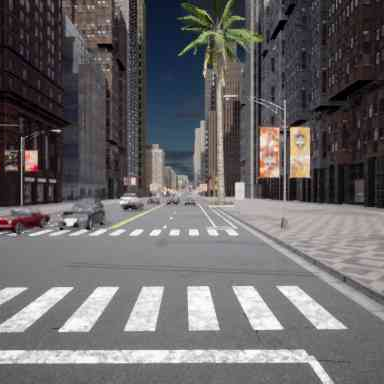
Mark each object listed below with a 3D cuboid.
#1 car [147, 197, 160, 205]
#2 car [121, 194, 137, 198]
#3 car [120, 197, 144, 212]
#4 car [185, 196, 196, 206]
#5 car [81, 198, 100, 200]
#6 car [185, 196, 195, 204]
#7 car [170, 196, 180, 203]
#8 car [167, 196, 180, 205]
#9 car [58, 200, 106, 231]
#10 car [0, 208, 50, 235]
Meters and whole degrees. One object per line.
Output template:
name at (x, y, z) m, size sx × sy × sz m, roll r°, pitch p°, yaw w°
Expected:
car at (-6.851, 1.613, 60.290) m, size 1.994 × 1.385 × 4.181 m, roll 0°, pitch 0°, yaw 0°
car at (-10.120, 1.258, 53.673) m, size 2.150 × 2.045 × 5.566 m, roll 0°, pitch 0°, yaw 0°
car at (-6.822, 1.614, 38.854) m, size 1.895 × 1.301 × 4.718 m, roll 0°, pitch 0°, yaw 0°
car at (-0.322, 1.586, 56.102) m, size 2.033 × 1.411 × 5.357 m, roll 0°, pitch 0°, yaw 0°
car at (-10.035, 1.360, 32.422) m, size 2.097 × 1.767 × 4.553 m, roll 0°, pitch 0°, yaw 0°
car at (-0.382, 1.540, 66.525) m, size 1.882 × 1.535 × 5.008 m, roll 0°, pitch 0°, yaw 0°
car at (-3.550, 1.595, 69.842) m, size 1.812 × 1.442 × 4.674 m, roll 0°, pitch 0°, yaw 0°
car at (-3.497, 1.647, 59.733) m, size 1.895 × 1.301 × 4.718 m, roll 0°, pitch 0°, yaw -1°
car at (-6.718, 1.495, 20.746) m, size 2.128 × 1.511 × 4.902 m, roll 0°, pitch 0°, yaw 0°
car at (-9.958, 1.604, 18.995) m, size 1.895 × 1.301 × 4.718 m, roll 0°, pitch 0°, yaw 0°
